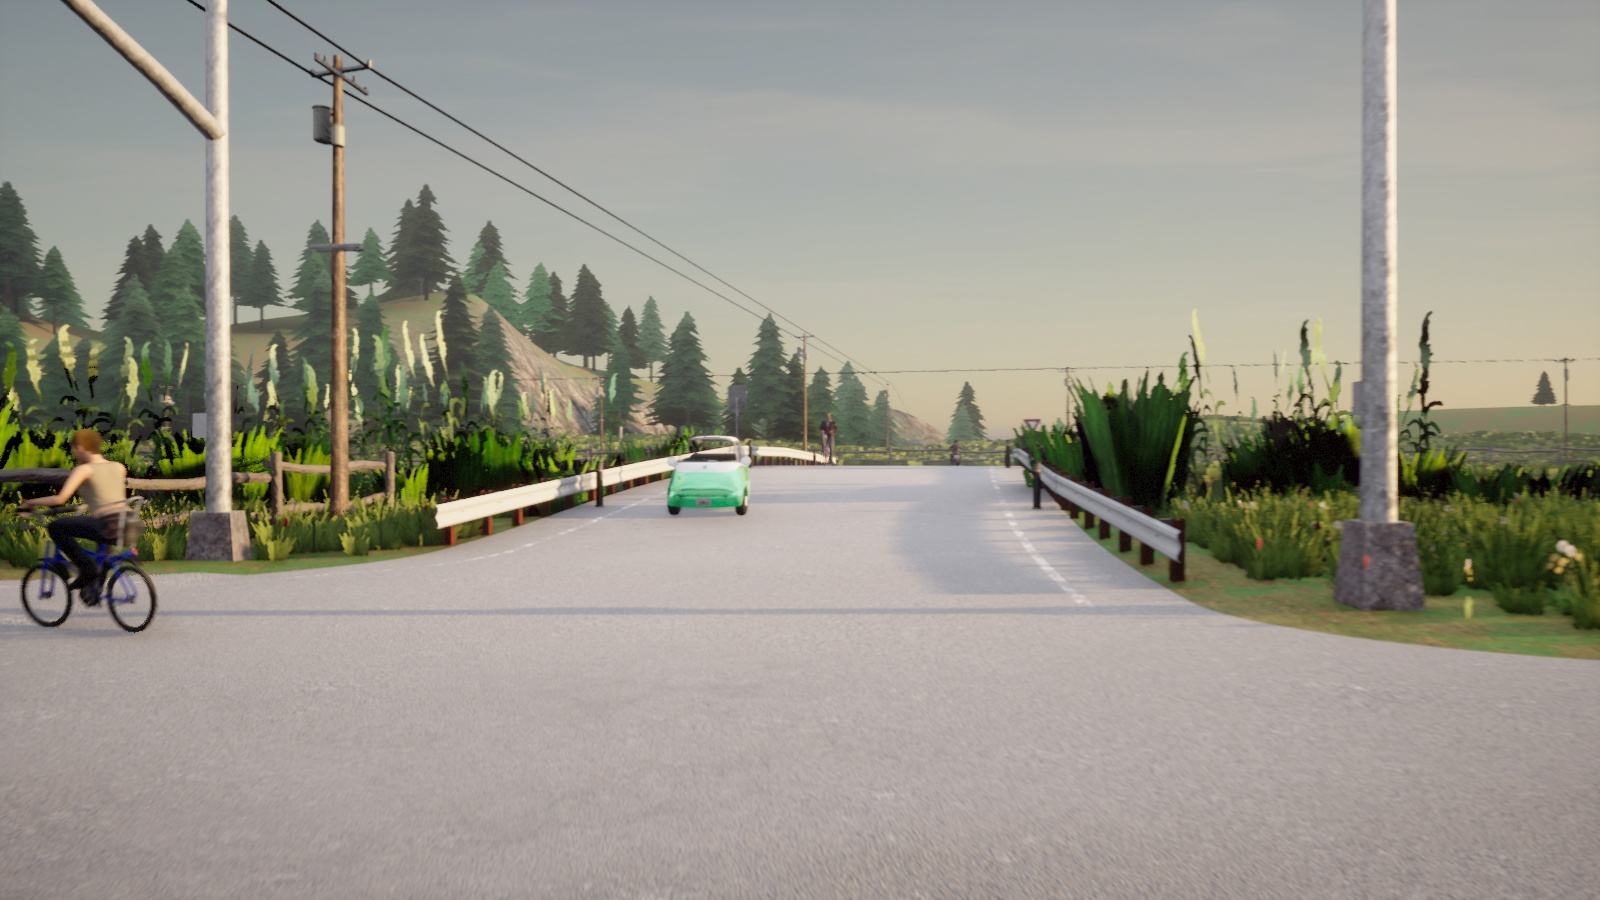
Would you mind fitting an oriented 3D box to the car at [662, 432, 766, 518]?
[{"bbox_3d":[-1.501,0.410,22.664,1.481,1.376,2.207,0,3,7],"label":"car"}]

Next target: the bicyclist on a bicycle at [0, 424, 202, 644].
[{"bbox_3d":[-5.728,0.632,10.004,1.509,1.612,0.866,-1,3,22],"label":"bicyclist on a bicycle"}]
